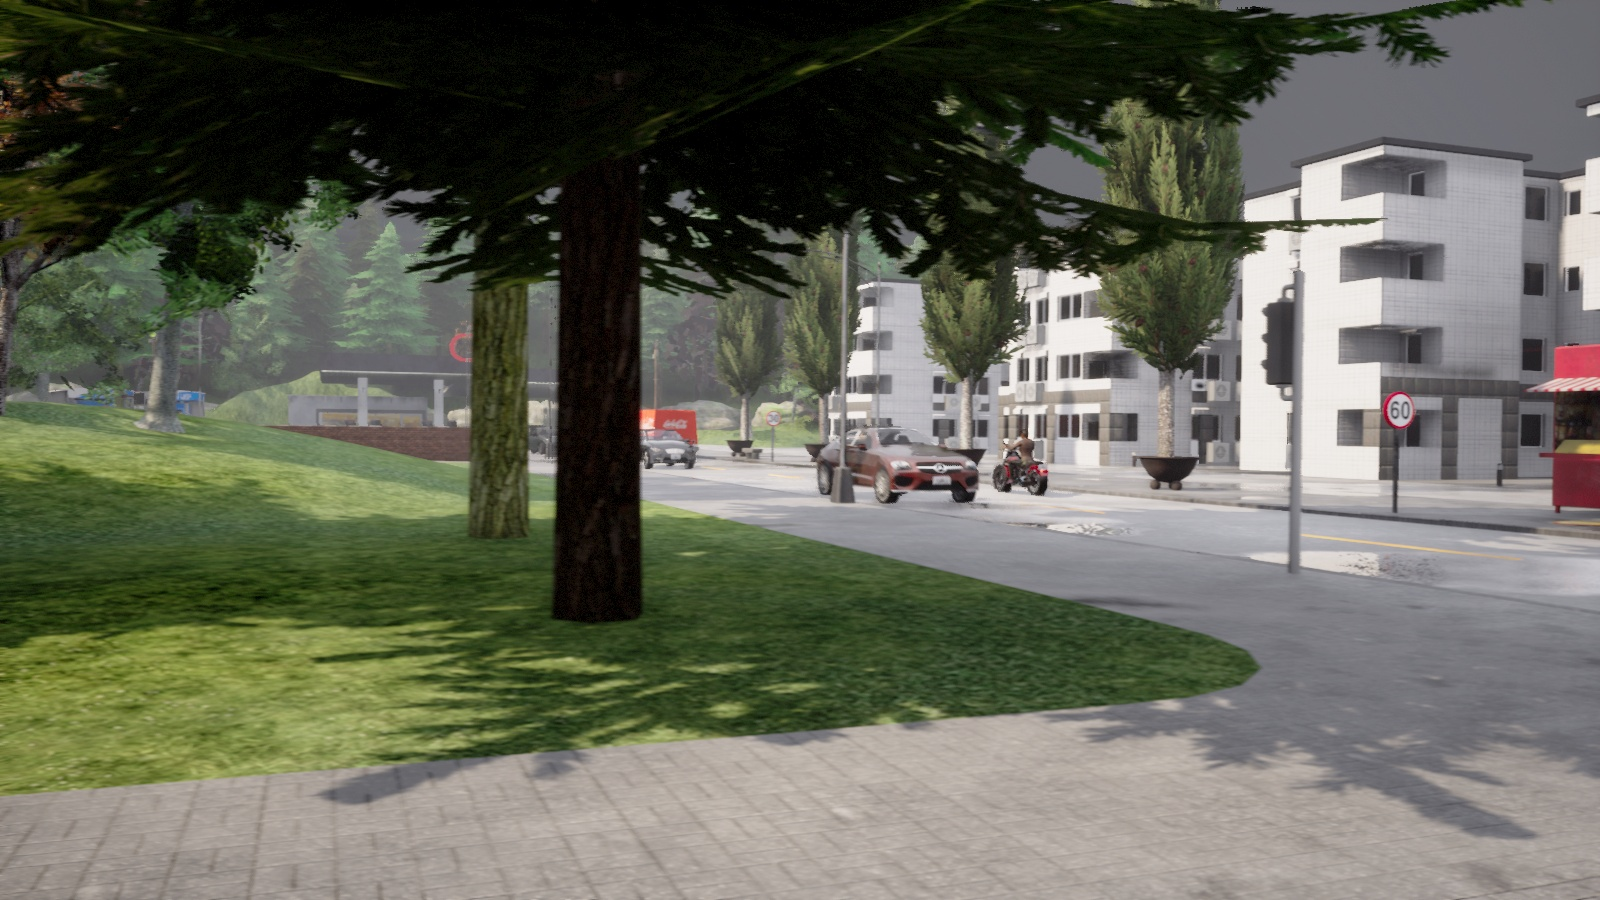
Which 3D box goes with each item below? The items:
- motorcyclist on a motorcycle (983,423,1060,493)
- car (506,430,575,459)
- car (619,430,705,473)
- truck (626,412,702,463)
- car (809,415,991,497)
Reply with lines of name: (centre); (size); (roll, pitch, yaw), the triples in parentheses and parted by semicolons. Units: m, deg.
motorcyclist on a motorcycle: (5.429, 0.179, 30.932); (0.766, 1.649, 2.350); (-1, 1, -21)
car: (-14.790, -0.310, 71.459); (3.988, 1.617, 1.851); (0, 1, 42)
car: (-5.373, 0.021, 48.286); (2.128, 1.511, 4.902); (-1, 1, -21)
truck: (-6.996, -0.661, 63.941); (2.627, 2.467, 5.204); (-1, 1, -21)
car: (2.113, 0.086, 28.377); (2.152, 1.651, 5.027); (-1, 1, -21)
